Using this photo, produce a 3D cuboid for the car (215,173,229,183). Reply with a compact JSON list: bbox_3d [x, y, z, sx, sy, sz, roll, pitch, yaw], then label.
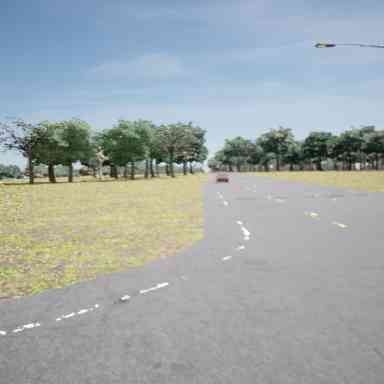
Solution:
[{"bbox_3d":[4.792,-2.248,53.174,1.882,1.535,5.008,-2,4,3],"label":"car"}]
